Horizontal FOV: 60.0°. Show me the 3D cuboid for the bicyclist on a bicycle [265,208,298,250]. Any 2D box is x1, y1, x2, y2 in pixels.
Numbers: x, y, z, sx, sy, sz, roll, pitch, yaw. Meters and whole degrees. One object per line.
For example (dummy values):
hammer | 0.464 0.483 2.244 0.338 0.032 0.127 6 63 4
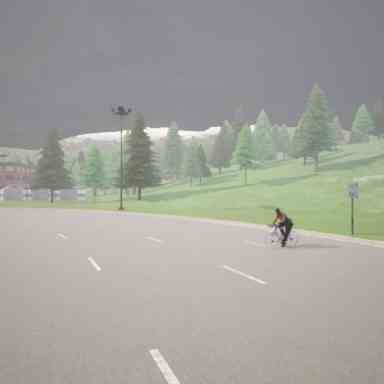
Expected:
bicyclist on a bicycle | 3.556 1.453 13.216 1.656 1.620 0.582 -2 1 -25
